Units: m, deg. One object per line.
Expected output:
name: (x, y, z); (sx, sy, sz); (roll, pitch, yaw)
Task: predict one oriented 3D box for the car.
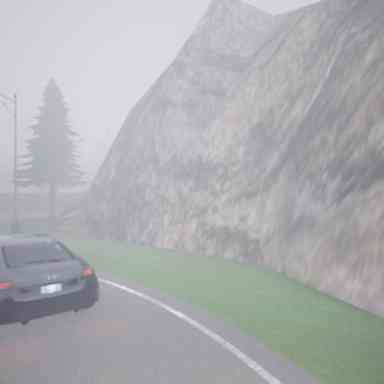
car: (-3.629, 1.565, 7.007); (1.994, 1.385, 4.181); (0, 0, -41)
